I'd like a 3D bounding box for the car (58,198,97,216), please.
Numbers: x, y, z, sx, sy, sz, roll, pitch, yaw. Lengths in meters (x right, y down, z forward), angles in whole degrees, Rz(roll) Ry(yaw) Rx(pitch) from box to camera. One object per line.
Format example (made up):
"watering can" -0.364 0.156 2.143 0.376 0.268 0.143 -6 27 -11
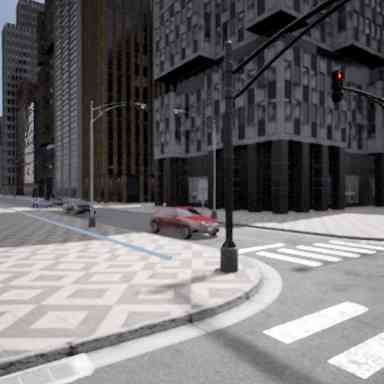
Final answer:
"car" -10.840 1.490 31.844 2.033 1.411 5.357 0 0 -36

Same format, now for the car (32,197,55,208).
"car" -20.744 1.458 45.856 1.812 1.442 4.674 0 0 -36

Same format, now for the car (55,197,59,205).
"car" -21.697 1.475 52.345 1.994 1.385 4.181 0 0 -36

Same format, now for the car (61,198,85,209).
"car" -15.909 1.519 44.345 1.895 1.301 4.718 0 0 -35

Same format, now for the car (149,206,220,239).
"car" -0.544 1.488 17.444 1.812 1.442 4.674 0 0 -37
